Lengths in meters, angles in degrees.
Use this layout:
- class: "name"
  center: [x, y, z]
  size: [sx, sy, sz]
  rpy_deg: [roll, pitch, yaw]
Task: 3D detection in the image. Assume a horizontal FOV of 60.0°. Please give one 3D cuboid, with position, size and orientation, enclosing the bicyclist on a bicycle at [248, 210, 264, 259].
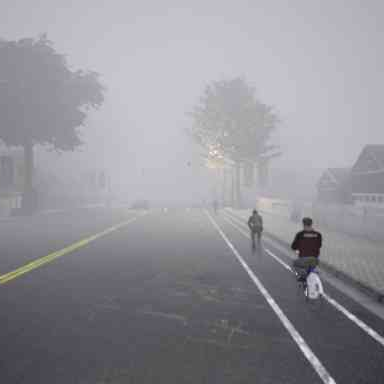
- class: "bicyclist on a bicycle"
  center: [2.250, 1.456, 11.728]
  size: [0.582, 1.620, 1.656]
  rpy_deg: [0, 0, 0]

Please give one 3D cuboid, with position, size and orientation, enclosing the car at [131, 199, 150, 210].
- class: "car"
  center: [-6.499, 1.615, 42.432]
  size: [1.994, 1.385, 4.181]
  rpy_deg: [0, 0, 0]

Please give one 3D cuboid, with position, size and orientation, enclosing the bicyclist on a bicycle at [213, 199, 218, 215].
- class: "bicyclist on a bicycle"
  center: [2.251, 1.460, 31.720]
  size: [0.582, 1.620, 1.656]
  rpy_deg: [0, 0, 0]

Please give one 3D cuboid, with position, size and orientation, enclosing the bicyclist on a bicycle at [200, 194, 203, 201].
- class: "bicyclist on a bicycle"
  center: [2.251, 1.343, 82.353]
  size: [0.659, 1.776, 1.843]
  rpy_deg: [0, 0, 0]

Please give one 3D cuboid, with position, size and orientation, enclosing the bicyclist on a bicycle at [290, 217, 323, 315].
- class: "bicyclist on a bicycle"
  center: [2.250, 1.373, 6.690]
  size: [0.659, 1.776, 1.843]
  rpy_deg: [0, 0, 0]

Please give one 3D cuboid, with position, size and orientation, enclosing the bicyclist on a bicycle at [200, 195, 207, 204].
- class: "bicyclist on a bicycle"
  center: [2.269, 1.433, 60.416]
  size: [0.866, 1.612, 1.509]
  rpy_deg: [0, 0, 0]
